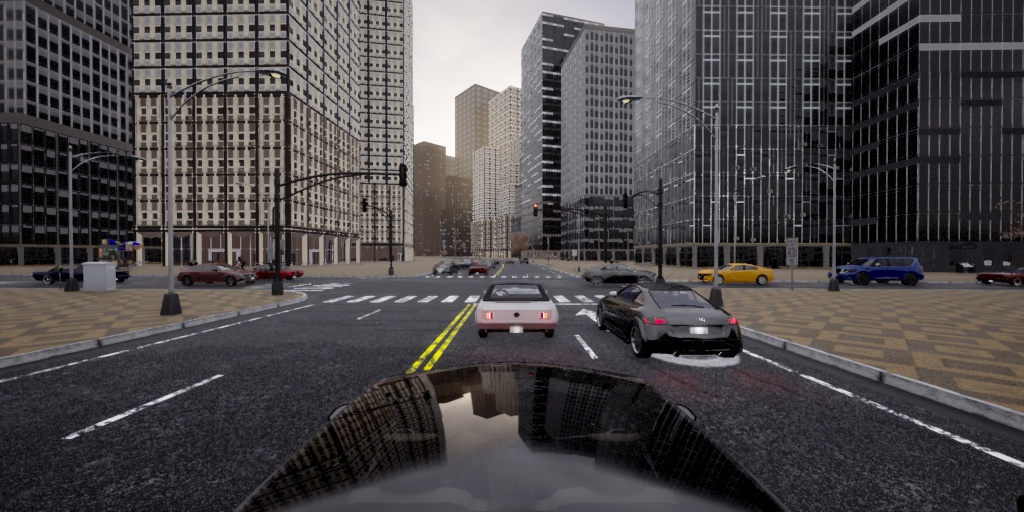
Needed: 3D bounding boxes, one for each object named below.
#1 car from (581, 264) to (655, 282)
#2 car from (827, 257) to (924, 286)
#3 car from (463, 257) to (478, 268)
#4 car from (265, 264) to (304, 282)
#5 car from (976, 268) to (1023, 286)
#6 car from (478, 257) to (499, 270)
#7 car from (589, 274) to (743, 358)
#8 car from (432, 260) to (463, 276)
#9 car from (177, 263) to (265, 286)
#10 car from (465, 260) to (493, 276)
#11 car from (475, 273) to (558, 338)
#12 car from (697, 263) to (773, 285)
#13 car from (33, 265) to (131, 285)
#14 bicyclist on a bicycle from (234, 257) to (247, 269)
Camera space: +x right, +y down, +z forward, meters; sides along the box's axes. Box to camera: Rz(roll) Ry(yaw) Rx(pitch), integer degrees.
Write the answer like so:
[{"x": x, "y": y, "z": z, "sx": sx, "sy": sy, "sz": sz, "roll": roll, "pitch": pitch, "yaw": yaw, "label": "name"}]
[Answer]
[{"x": 7.102, "y": 1.277, "z": 23.789, "sx": 4.902, "sy": 1.511, "sz": 2.128, "roll": 0, "pitch": 1, "yaw": 13, "label": "car"}, {"x": 26.386, "y": 1.075, "z": 26.128, "sx": 5.566, "sy": 2.045, "sz": 2.150, "roll": 0, "pitch": 0, "yaw": 2, "label": "car"}, {"x": -6.588, "y": 1.176, "z": 52.294, "sx": 1.882, "sy": 1.535, "sz": 5.008, "roll": 0, "pitch": 0, "yaw": 0, "label": "car"}, {"x": -18.224, "y": 1.250, "z": 26.588, "sx": 4.718, "sy": 1.301, "sz": 1.895, "roll": 0, "pitch": 1, "yaw": 4, "label": "car"}, {"x": 36.874, "y": 1.501, "z": 25.900, "sx": 4.718, "sy": 1.301, "sz": 1.895, "roll": 0, "pitch": 0, "yaw": 1, "label": "car"}, {"x": -3.337, "y": 1.190, "z": 51.433, "sx": 2.128, "sy": 1.511, "sz": 4.902, "roll": 0, "pitch": 0, "yaw": 0, "label": "car"}, {"x": 3.356, "y": 1.312, "z": 8.470, "sx": 1.994, "sy": 1.385, "sz": 4.181, "roll": 0, "pitch": 0, "yaw": 0, "label": "car"}, {"x": -6.752, "y": 1.217, "z": 36.784, "sx": 2.128, "sy": 1.511, "sz": 4.902, "roll": 0, "pitch": 0, "yaw": 3, "label": "car"}, {"x": -19.480, "y": 1.193, "z": 23.767, "sx": 4.674, "sy": 1.442, "sz": 1.812, "roll": 0, "pitch": 0, "yaw": 1, "label": "car"}, {"x": -3.340, "y": 1.327, "z": 36.662, "sx": 1.895, "sy": 1.301, "sz": 4.718, "roll": 0, "pitch": 0, "yaw": 0, "label": "car"}, {"x": 0.101, "y": 1.348, "z": 10.183, "sx": 1.895, "sy": 1.301, "sz": 4.718, "roll": 0, "pitch": 0, "yaw": 0, "label": "car"}, {"x": 16.316, "y": 1.285, "z": 26.346, "sx": 5.008, "sy": 1.535, "sz": 1.882, "roll": 0, "pitch": 0, "yaw": 1, "label": "car"}, {"x": -28.644, "y": 1.225, "z": 24.000, "sx": 4.718, "sy": 1.301, "sz": 1.895, "roll": 0, "pitch": 0, "yaw": 1, "label": "car"}, {"x": -24.699, "y": 0.871, "z": 32.632, "sx": 0.582, "sy": 1.620, "sz": 1.656, "roll": 0, "pitch": 1, "yaw": 1, "label": "bicyclist on a bicycle"}]
